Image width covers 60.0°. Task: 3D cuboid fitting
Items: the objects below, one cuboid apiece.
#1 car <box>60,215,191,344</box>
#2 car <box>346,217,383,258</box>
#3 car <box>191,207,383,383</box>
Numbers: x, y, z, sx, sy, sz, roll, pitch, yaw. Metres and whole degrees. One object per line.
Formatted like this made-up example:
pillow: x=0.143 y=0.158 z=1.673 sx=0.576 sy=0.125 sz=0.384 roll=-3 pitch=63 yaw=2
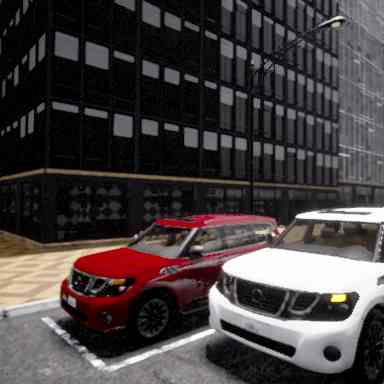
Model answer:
car: x=0.016 y=1.443 z=6.901 sx=5.009 sy=1.841 sz=2.192 roll=1 pitch=-1 yaw=-41
car: x=8.411 y=1.836 z=14.147 sx=4.206 sy=1.307 sz=1.802 roll=1 pitch=-1 yaw=-41
car: x=2.826 y=1.329 z=5.924 sx=5.566 sy=2.045 sz=2.150 roll=1 pitch=-1 yaw=-41
